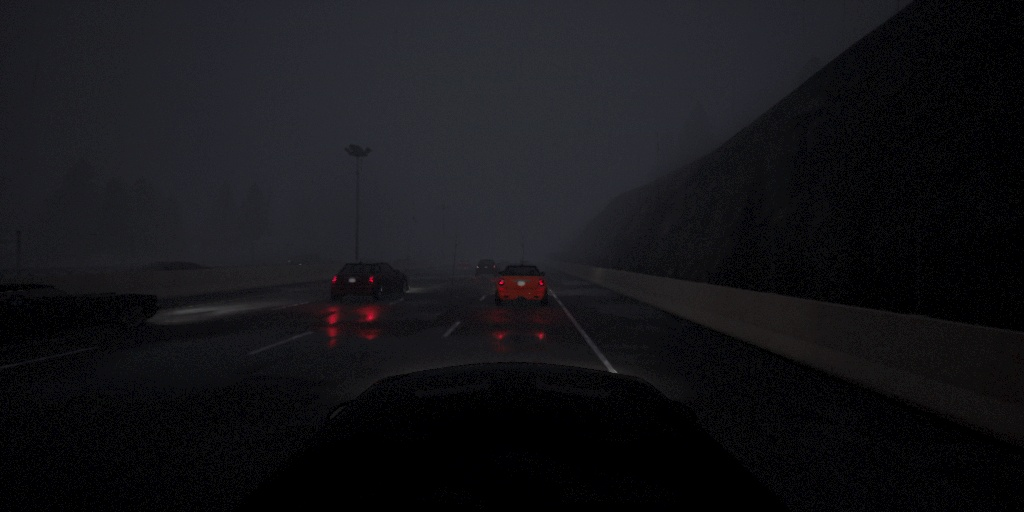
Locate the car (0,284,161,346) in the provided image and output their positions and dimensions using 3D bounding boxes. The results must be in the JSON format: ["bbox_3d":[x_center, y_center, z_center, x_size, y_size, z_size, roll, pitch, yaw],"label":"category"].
[{"bbox_3d":[-10.622,1.248,7.673,1.895,1.301,4.718,1,0,2],"label":"car"}]

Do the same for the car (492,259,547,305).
[{"bbox_3d":[0.444,1.106,16.261,2.097,1.767,4.553,1,0,2],"label":"car"}]

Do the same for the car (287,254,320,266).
[{"bbox_3d":[-29.982,0.685,52.066,2.150,2.045,5.566,1,0,3],"label":"car"}]

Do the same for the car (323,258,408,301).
[{"bbox_3d":[-6.567,1.038,17.026,2.097,1.767,4.553,1,0,2],"label":"car"}]

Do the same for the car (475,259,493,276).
[{"bbox_3d":[-2.383,1.078,36.002,2.097,1.767,4.553,1,0,2],"label":"car"}]

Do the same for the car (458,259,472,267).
[{"bbox_3d":[-8.389,1.268,64.810,1.895,1.301,4.718,1,0,2],"label":"car"}]

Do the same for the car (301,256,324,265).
[{"bbox_3d":[-26.547,1.040,50.143,2.033,1.411,5.357,1,0,3],"label":"car"}]

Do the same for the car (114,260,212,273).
[{"bbox_3d":[-20.579,1.028,21.311,1.882,1.535,5.008,1,0,2],"label":"car"}]
